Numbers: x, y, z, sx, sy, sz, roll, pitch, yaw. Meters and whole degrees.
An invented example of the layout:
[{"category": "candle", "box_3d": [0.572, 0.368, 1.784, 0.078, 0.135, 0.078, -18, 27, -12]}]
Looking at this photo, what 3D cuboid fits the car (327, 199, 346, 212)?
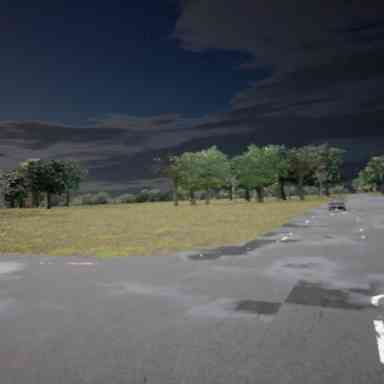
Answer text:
[{"category": "car", "box_3d": [16.681, 1.484, 38.217, 2.033, 1.411, 5.357, -3, -1, 25]}]
